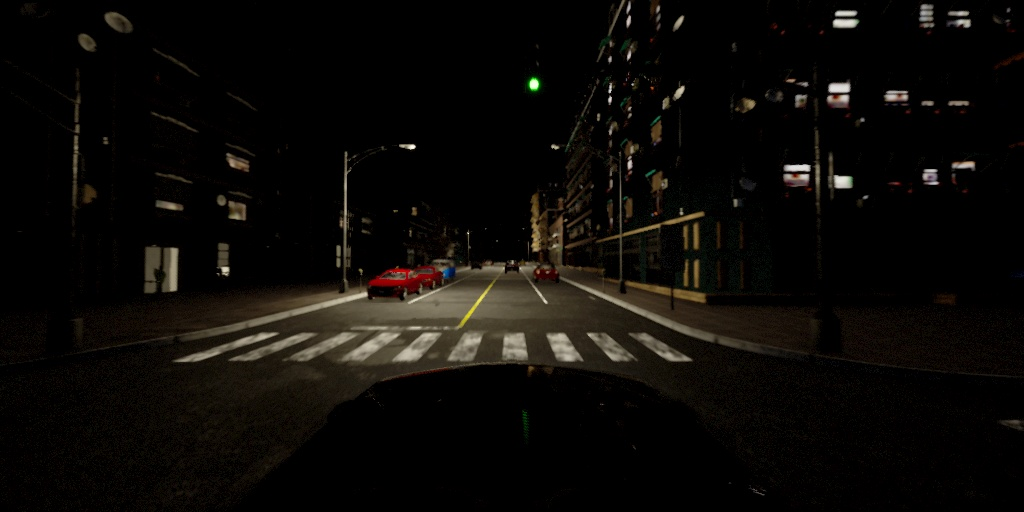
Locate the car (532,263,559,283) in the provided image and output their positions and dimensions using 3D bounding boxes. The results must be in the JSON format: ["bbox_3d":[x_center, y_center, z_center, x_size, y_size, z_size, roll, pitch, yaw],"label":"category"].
[{"bbox_3d":[2.699,1.300,29.505,1.967,1.591,4.097,0,0,0],"label":"car"}]

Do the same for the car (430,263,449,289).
[{"bbox_3d":[-5.684,1.383,23.759,1.888,1.381,4.507,0,0,0],"label":"car"}]

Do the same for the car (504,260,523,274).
[{"bbox_3d":[0.012,1.415,45.333,2.128,1.511,4.902,0,0,0],"label":"car"}]

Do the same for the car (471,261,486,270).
[{"bbox_3d":[-5.674,1.557,57.880,1.802,1.307,4.207,0,0,0],"label":"car"}]

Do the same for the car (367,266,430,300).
[{"bbox_3d":[-5.762,1.360,18.077,1.888,1.381,4.507,0,0,0],"label":"car"}]

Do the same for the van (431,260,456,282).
[{"bbox_3d":[-5.682,1.201,29.447,1.690,1.789,3.998,0,0,0],"label":"van"}]
